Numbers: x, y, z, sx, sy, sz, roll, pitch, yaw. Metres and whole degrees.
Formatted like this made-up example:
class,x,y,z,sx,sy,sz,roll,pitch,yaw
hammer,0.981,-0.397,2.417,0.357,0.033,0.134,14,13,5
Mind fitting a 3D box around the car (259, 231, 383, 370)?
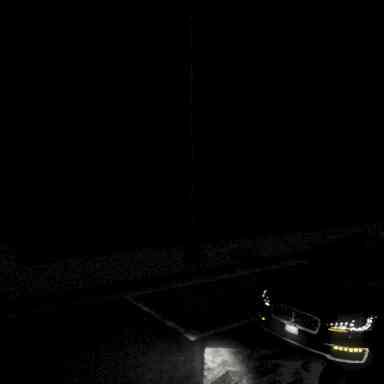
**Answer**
class,x,y,z,sx,sy,sz,roll,pitch,yaw
car,3.231,1.499,5.687,4.892,1.490,1.837,0,0,-36
